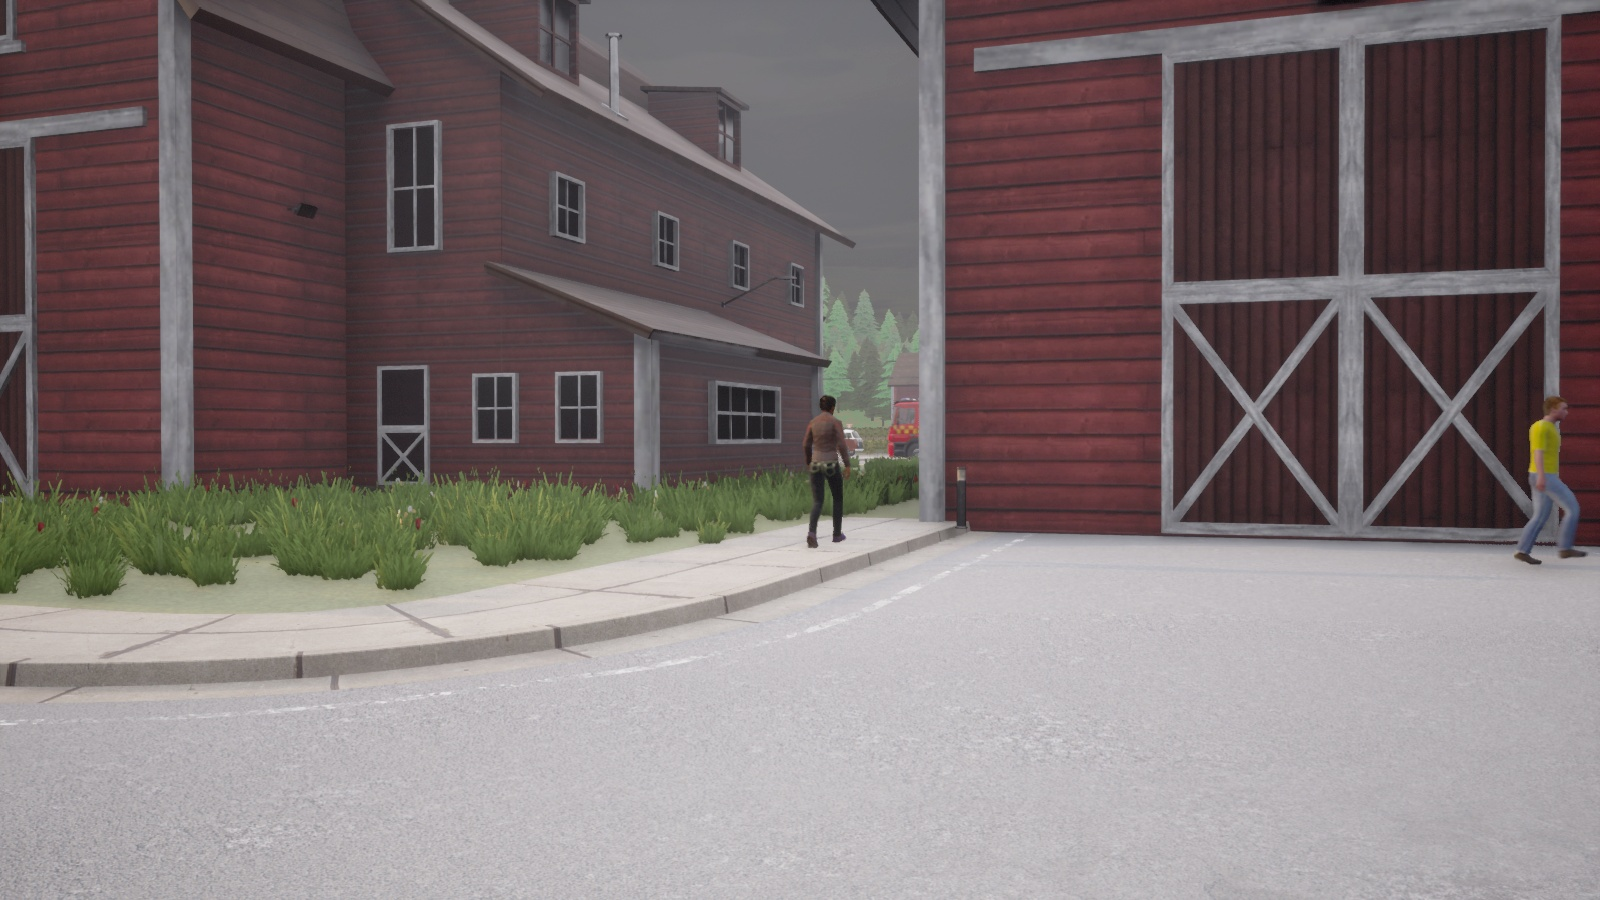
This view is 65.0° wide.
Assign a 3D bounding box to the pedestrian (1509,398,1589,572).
[{"bbox_3d":[8.075,0.361,13.544,0.706,1.836,0.354,1,1,33],"label":"pedestrian"}]

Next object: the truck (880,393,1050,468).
[{"bbox_3d":[8.753,-1.056,66.605,8.468,3.827,2.891,1,1,19],"label":"truck"}]

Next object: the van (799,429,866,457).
[{"bbox_3d":[2.397,-0.516,92.456,4.480,2.038,2.069,0,1,19],"label":"van"}]

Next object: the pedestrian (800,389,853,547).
[{"bbox_3d":[0.322,0.198,14.836,0.328,1.805,0.869,1,1,22],"label":"pedestrian"}]
